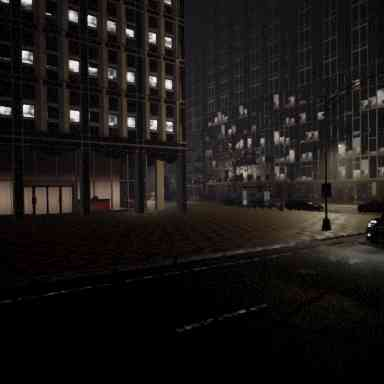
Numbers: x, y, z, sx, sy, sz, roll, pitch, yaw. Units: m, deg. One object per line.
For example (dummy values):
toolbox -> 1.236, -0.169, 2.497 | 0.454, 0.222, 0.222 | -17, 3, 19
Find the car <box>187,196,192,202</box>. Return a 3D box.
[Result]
car -> -1.977, 0.897, 61.726 | 2.097, 1.767, 4.553 | -1, 1, -34

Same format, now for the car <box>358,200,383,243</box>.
car -> 9.627, 1.342, 14.574 | 4.553, 1.767, 2.097 | 0, 0, -36

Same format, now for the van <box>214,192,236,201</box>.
van -> 6.292, 0.853, 59.791 | 1.690, 1.788, 3.998 | -1, 1, -34

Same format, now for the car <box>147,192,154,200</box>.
car -> -10.269, 1.038, 69.107 | 2.008, 1.369, 4.403 | 0, 1, -34

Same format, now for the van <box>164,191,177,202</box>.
van -> -3.833, 0.935, 59.734 | 1.690, 1.788, 3.998 | 0, 1, -34

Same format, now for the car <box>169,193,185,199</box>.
car -> -3.360, 0.934, 73.850 | 1.802, 1.307, 4.206 | 0, 1, -34

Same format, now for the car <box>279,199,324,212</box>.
car -> 12.146, 1.422, 36.237 | 1.947, 1.339, 4.313 | -1, 1, -34

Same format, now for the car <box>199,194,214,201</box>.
car -> 3.075, 1.041, 64.479 | 1.802, 1.307, 4.206 | -1, 1, -34

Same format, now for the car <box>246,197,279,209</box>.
car -> 8.943, 1.386, 40.935 | 1.802, 1.307, 4.206 | -1, 1, -34

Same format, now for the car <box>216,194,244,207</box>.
car -> 5.774, 1.317, 45.652 | 1.947, 1.339, 4.313 | -1, 1, -34

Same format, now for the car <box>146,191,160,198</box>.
car -> -9.795, 0.684, 83.218 | 1.967, 1.590, 4.097 | 0, 1, -34

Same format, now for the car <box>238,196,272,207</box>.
car -> 8.657, 1.321, 46.114 | 1.895, 1.301, 4.718 | -1, 1, -34
